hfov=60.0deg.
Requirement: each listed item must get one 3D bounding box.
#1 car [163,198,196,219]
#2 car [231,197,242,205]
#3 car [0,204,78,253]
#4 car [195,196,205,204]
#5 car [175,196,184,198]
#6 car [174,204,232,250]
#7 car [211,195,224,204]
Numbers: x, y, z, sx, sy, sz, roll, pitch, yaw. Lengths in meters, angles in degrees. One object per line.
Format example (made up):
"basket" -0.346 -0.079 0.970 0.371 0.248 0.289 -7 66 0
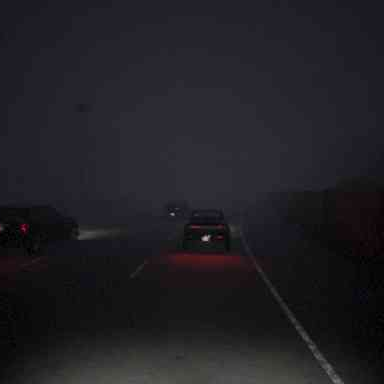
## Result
"car" -1.142 1.490 28.148 1.837 1.490 4.892 0 0 9
"car" 8.335 1.659 62.168 1.994 1.385 4.181 1 0 11
"car" -6.377 1.276 13.464 2.097 1.767 4.553 1 0 4
"car" 1.274 1.538 62.533 1.812 1.442 4.674 1 0 10
"car" -2.343 1.517 62.292 2.033 1.411 5.357 1 0 11
"car" 0.707 1.498 14.491 2.128 1.511 4.902 1 0 5
"car" 4.802 1.406 62.337 2.097 1.767 4.553 1 0 11
